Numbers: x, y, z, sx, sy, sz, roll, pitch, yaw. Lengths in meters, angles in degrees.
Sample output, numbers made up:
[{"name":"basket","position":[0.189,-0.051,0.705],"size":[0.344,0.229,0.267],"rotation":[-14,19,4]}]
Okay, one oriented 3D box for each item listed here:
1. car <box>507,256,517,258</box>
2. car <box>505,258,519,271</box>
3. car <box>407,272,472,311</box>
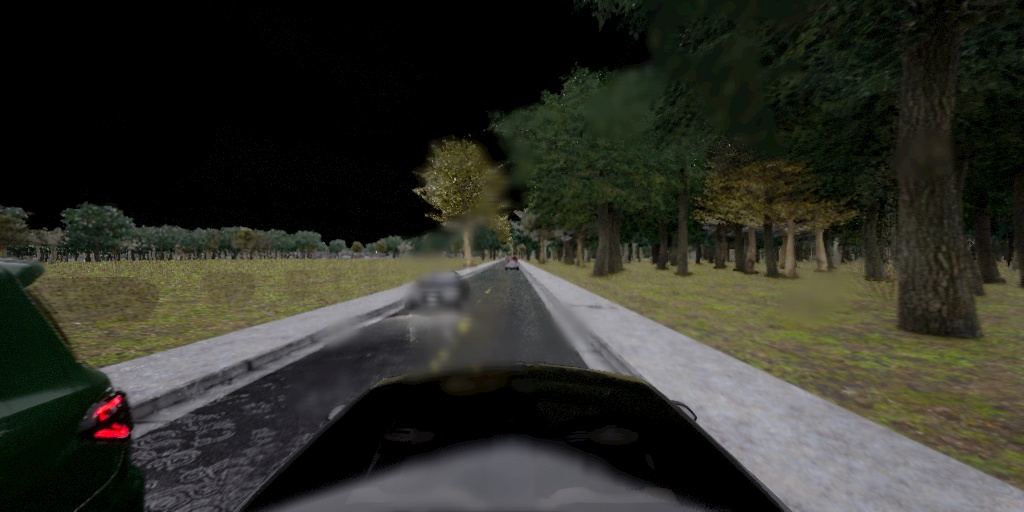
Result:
[{"name":"car","position":[0.016,1.002,61.101],"size":[2.150,2.045,5.566],"rotation":[0,0,0]},{"name":"car","position":[0.014,1.342,51.070],"size":[1.994,1.385,4.181],"rotation":[0,0,0]},{"name":"car","position":[-2.747,1.325,14.341],"size":[1.994,1.385,4.181],"rotation":[0,0,0]}]
